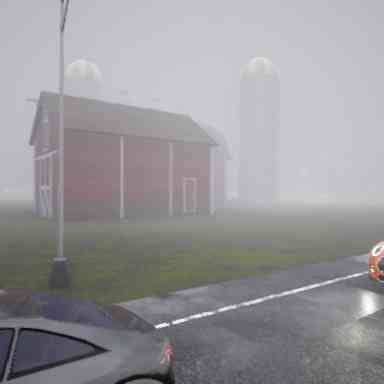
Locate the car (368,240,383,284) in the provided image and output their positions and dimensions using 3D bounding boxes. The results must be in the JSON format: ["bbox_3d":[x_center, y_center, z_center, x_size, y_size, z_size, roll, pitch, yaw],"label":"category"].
[{"bbox_3d":[6.560,1.436,8.601,4.553,1.767,2.097,1,0,-35],"label":"car"}]

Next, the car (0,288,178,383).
[{"bbox_3d":[-2.144,1.561,2.466,4.181,1.385,1.994,1,0,-36],"label":"car"}]
